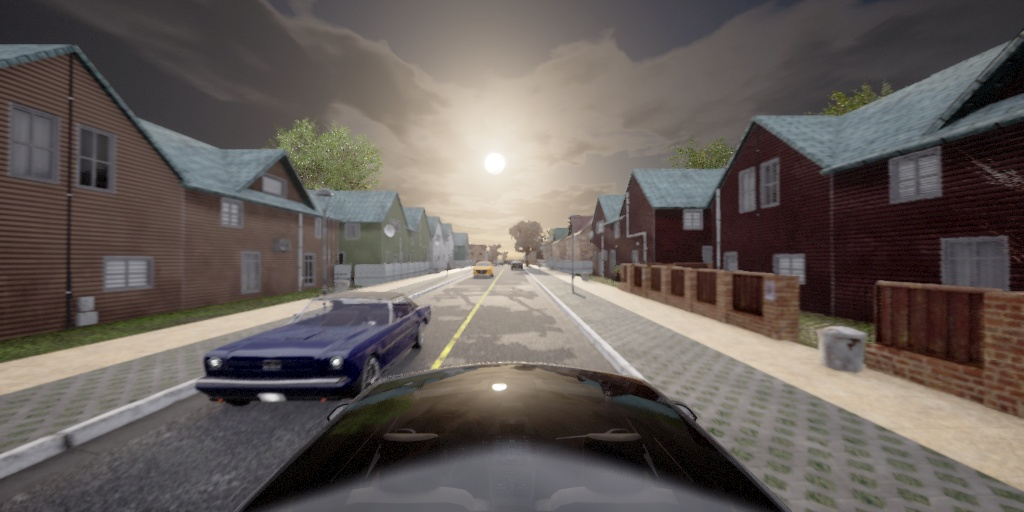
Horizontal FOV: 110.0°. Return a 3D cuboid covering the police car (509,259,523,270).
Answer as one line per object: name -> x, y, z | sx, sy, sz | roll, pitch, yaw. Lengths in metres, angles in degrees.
police car -> 0.812, 1.381, 58.136 | 1.930, 1.638, 5.238 | 0, 0, 0

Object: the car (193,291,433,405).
car -> -2.828, 1.350, 6.408 | 1.895, 1.301, 4.718 | 0, 0, 0

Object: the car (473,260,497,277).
car -> -2.847, 1.292, 36.467 | 1.882, 1.535, 5.008 | 0, 0, 0
